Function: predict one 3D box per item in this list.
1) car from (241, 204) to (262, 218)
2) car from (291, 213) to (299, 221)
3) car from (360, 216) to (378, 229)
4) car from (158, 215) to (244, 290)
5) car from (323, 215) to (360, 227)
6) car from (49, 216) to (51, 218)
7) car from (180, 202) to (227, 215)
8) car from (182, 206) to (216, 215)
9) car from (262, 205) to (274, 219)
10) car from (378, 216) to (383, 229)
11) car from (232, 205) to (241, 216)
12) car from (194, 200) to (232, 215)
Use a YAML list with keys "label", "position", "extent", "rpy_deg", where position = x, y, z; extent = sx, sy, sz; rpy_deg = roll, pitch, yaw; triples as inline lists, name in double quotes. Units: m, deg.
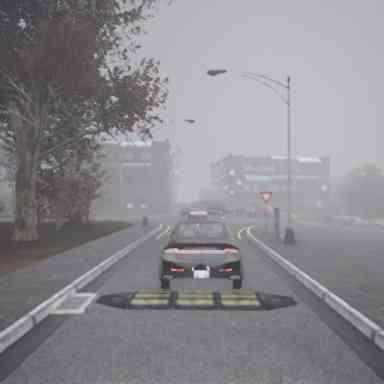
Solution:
- label: "car"
  position: [7.099, 2.630, 46.850]
  extent: [2.185, 1.767, 4.553]
  rpy_deg: [6, -3, -31]
- label: "car"
  position: [12.910, 3.323, 48.199]
  extent: [1.946, 1.575, 5.366]
  rpy_deg: [6, -3, -31]
- label: "car"
  position: [24.824, 4.502, 50.273]
  extent: [2.002, 1.452, 4.674]
  rpy_deg: [7, -3, -30]
- label: "car"
  position: [0.229, 1.505, 8.928]
  extent: [2.128, 1.511, 4.902]
  rpy_deg: [0, -3, 1]
- label: "car"
  position: [21.861, 4.217, 49.714]
  extent: [2.002, 1.452, 4.674]
  rpy_deg: [6, -3, -30]
- label: "car"
  position: [-18.182, 2.420, 39.211]
  extent: [5.566, 2.045, 2.150]
  rpy_deg: [-3, -2, 25]
- label: "car"
  position: [1.038, 2.191, 36.638]
  extent: [4.674, 1.442, 1.812]
  rpy_deg: [1, -1, -8]
- label: "car"
  position: [0.378, 1.889, 23.026]
  extent: [1.812, 1.442, 4.674]
  rpy_deg: [0, -1, -1]
- label: "car"
  position: [10.088, 2.792, 47.454]
  extent: [2.435, 2.045, 5.566]
  rpy_deg: [7, -3, -31]
- label: "car"
  position: [27.695, 4.742, 50.971]
  extent: [1.946, 1.575, 5.366]
  rpy_deg: [6, -3, -30]
- label: "car"
  position: [4.134, 2.384, 46.306]
  extent: [2.185, 1.767, 4.553]
  rpy_deg: [4, -3, -32]
- label: "car"
  position: [1.593, 1.974, 40.517]
  extent: [5.566, 2.045, 2.150]
  rpy_deg: [2, -1, -10]
